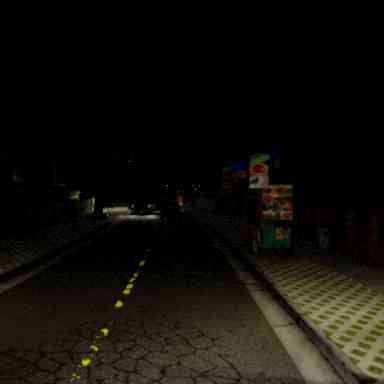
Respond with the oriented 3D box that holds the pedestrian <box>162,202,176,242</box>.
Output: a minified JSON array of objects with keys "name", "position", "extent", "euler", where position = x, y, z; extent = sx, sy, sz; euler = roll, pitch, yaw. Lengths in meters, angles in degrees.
[{"name":"pedestrian","position":[-1.030,1.296,14.925],"extent":[0.375,1.860,0.375],"euler":[-1,0,-11]}]

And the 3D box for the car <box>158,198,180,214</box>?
[{"name":"car","position":[-2.352,1.536,35.498],"extent":[1.837,1.490,4.892],"euler":[0,0,-8]}]

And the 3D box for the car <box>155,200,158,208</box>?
[{"name":"car","position":[-4.109,1.613,47.205],"extent":[2.033,1.411,5.357],"euler":[0,0,-12]}]

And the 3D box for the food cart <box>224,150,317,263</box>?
[{"name":"food cart","position":[2.729,0.463,12.864],"extent":[2.280,3.560,4.660],"euler":[0,0,-3]}]

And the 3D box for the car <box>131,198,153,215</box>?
[{"name":"car","position":[-5.132,1.382,34.010],"extent":[2.097,1.767,4.553],"euler":[0,0,-8]}]
